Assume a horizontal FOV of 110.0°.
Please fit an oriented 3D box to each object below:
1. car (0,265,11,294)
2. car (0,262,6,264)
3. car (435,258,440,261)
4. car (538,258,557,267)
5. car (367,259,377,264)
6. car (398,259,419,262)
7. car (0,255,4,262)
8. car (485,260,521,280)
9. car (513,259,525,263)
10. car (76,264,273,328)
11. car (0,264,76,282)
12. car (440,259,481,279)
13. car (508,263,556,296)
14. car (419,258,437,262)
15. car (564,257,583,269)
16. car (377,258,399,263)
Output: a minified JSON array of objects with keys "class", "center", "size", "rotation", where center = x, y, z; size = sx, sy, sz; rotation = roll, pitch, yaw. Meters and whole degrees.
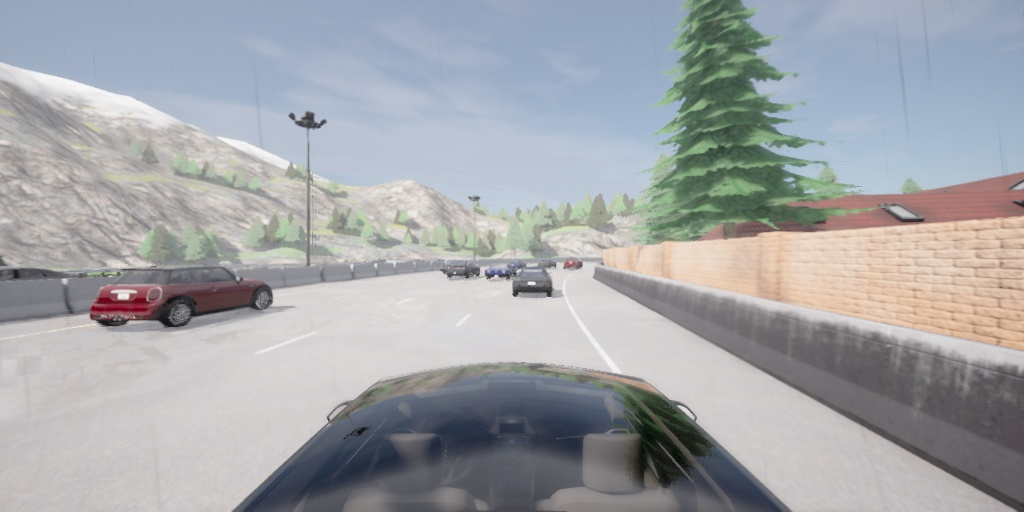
[{"class":"car","center":[-27.386,1.209,16.427],"size":[1.837,1.490,4.892],"rotation":[0,0,5]},{"class":"car","center":[-23.989,1.200,15.074],"size":[2.128,1.511,4.902],"rotation":[0,0,5]},{"class":"car","center":[-5.969,1.167,38.829],"size":[2.033,1.411,5.357],"rotation":[0,0,14]},{"class":"car","center":[5.109,1.064,51.268],"size":[2.128,1.511,4.902],"rotation":[0,0,19]},{"class":"car","center":[-21.967,1.114,59.013],"size":[1.994,1.385,4.181],"rotation":[0,0,19]},{"class":"car","center":[-15.405,1.121,56.629],"size":[1.994,1.385,4.181],"rotation":[0,0,19]},{"class":"car","center":[-30.721,0.918,18.777],"size":[2.150,2.045,5.566],"rotation":[0,0,6]},{"class":"car","center":[-0.770,1.251,29.663],"size":[1.895,1.301,4.718],"rotation":[0,0,11]},{"class":"car","center":[0.674,1.145,48.993],"size":[1.994,1.385,4.181],"rotation":[0,0,18]},{"class":"car","center":[-10.011,1.069,11.476],"size":[2.097,1.767,4.553],"rotation":[0,0,3]},{"class":"car","center":[-20.557,1.216,14.165],"size":[1.837,1.490,4.892],"rotation":[0,0,5]},{"class":"car","center":[-4.065,1.140,30.701],"size":[2.128,1.511,4.902],"rotation":[0,0,11]},{"class":"car","center":[1.158,1.253,18.922],"size":[1.994,1.385,4.181],"rotation":[0,0,6]},{"class":"car","center":[-11.973,1.085,55.832],"size":[1.812,1.442,4.674],"rotation":[0,0,19]},{"class":"car","center":[8.668,0.925,50.425],"size":[2.097,1.767,4.553],"rotation":[0,0,20]},{"class":"car","center":[-18.853,1.082,57.349],"size":[1.812,1.442,4.674],"rotation":[0,0,19]}]
